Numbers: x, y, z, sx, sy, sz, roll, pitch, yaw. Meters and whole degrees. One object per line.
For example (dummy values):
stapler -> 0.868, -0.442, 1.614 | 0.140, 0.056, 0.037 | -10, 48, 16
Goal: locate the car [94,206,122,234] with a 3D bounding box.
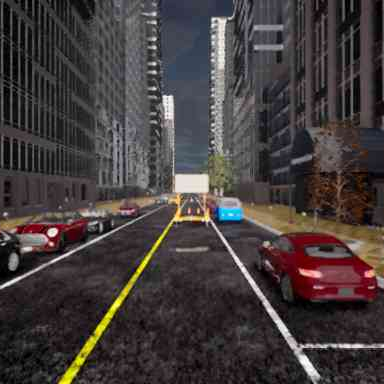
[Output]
car -> -5.698, 1.558, 19.258 | 2.008, 1.369, 4.403 | 0, 0, 0

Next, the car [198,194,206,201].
car -> 2.656, 1.413, 87.567 | 1.967, 1.590, 4.097 | 0, 0, 0

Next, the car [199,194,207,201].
car -> 2.659, 1.421, 81.875 | 1.967, 1.590, 4.097 | 0, 0, 0

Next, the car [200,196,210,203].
car -> 2.663, 1.549, 70.490 | 2.008, 1.369, 4.403 | 0, 0, 0

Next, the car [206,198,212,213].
car -> 2.676, 1.590, 36.335 | 1.802, 1.307, 4.206 | 0, 0, 0

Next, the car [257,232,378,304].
car -> 2.687, 1.588, 7.874 | 1.802, 1.307, 4.206 | 0, 0, 0

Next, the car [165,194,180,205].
car -> -3.080, 1.485, 57.795 | 1.882, 1.535, 5.008 | 0, 0, 1

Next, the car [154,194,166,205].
car -> -5.713, 1.557, 59.105 | 2.008, 1.369, 4.403 | 0, 0, 0

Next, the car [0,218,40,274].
car -> -5.694, 1.557, 7.872 | 2.008, 1.369, 4.403 | 0, 0, 0

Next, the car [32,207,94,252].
car -> -5.696, 1.447, 13.566 | 1.967, 1.590, 4.097 | 0, 0, 0

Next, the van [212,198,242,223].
van -> 2.680, 1.349, 24.951 | 1.690, 1.788, 3.998 | 0, 0, 0

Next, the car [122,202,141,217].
car -> -5.703, 1.590, 30.642 | 1.802, 1.307, 4.206 | 0, 0, 0

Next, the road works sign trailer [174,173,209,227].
road works sign trailer -> -0.009, 0.472, 22.969 | 2.380, 3.560, 2.880 | 0, 0, 0

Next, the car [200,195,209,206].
car -> 2.669, 1.590, 53.413 | 1.802, 1.307, 4.206 | 0, 0, 0

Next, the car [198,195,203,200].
car -> 2.665, 1.554, 64.798 | 2.008, 1.369, 4.403 | 0, 0, 0

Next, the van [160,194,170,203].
van -> -5.717, 1.339, 70.490 | 1.690, 1.788, 3.998 | 0, 0, 0
